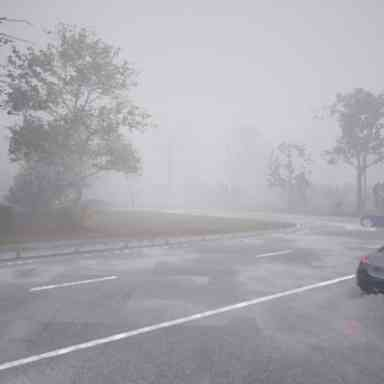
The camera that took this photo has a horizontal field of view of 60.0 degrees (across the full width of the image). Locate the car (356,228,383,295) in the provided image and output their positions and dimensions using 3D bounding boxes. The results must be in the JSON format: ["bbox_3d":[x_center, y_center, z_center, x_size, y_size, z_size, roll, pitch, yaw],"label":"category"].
[{"bbox_3d":[5.674,1.622,7.720,4.181,1.385,1.994,0,0,-35],"label":"car"}]

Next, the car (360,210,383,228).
[{"bbox_3d":[12.769,1.620,20.373,1.882,1.535,5.008,2,-1,-20],"label":"car"}]

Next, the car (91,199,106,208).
[{"bbox_3d":[-16.354,1.826,55.352,4.902,1.511,2.128,-1,-1,36],"label":"car"}]
